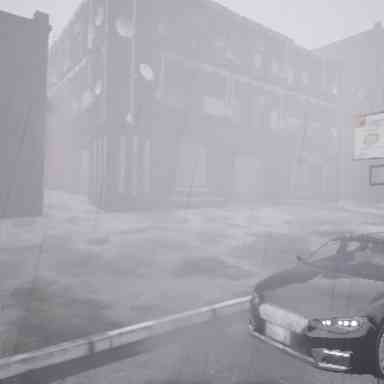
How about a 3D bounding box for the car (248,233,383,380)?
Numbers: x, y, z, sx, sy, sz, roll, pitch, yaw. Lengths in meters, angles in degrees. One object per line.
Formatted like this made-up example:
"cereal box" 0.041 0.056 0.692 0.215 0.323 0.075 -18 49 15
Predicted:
"car" 3.064 1.495 5.566 4.902 1.511 2.128 0 0 -36
